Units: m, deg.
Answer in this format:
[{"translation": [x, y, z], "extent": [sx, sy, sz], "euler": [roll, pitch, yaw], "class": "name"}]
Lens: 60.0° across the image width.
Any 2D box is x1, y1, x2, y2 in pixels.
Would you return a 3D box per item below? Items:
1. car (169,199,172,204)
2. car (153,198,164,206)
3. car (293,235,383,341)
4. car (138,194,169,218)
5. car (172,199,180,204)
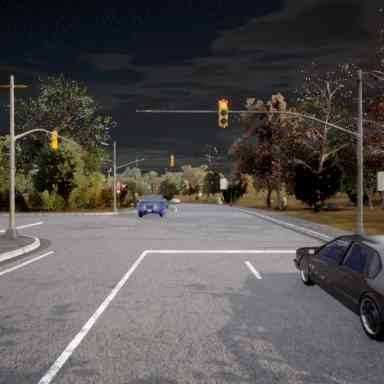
[{"translation": [-4.271, 1.623, 47.862], "extent": [2.128, 1.511, 4.902], "euler": [0, -1, -5], "class": "car"}, {"translation": [-6.776, 1.990, 66.791], "extent": [1.882, 1.535, 5.008], "euler": [0, -2, -12], "class": "car"}, {"translation": [3.610, 1.547, 6.425], "extent": [2.033, 1.411, 5.357], "euler": [0, 0, 0], "class": "car"}, {"translation": [-3.630, 1.218, 30.912], "extent": [2.150, 2.045, 5.566], "euler": [0, 1, -1], "class": "car"}, {"translation": [-4.416, 2.364, 83.277], "extent": [1.812, 1.442, 4.674], "euler": [0, -1, -22], "class": "car"}]
